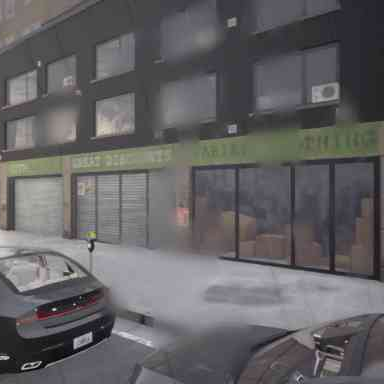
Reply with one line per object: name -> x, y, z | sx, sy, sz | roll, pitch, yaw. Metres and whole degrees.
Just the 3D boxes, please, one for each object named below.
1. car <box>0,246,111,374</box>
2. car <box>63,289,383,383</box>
car -> -3.090, 1.551, 5.272 | 4.403, 1.369, 2.008 | 0, 0, 35
car -> 1.417, 1.551, 2.077 | 4.403, 1.369, 2.008 | 0, 0, 35
